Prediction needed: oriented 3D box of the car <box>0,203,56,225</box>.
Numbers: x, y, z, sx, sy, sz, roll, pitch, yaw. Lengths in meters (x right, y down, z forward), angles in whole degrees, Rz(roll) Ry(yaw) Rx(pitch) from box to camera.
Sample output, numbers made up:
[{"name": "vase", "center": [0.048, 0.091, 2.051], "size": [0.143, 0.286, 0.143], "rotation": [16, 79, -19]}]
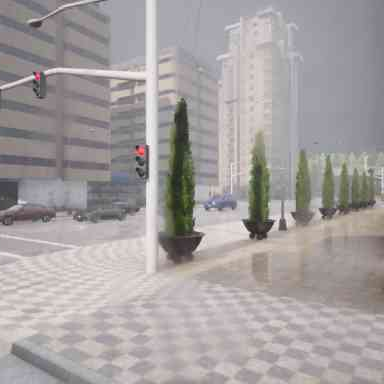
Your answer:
[{"name": "car", "center": [-12.429, 1.581, 24.602], "size": [1.812, 1.442, 4.674], "rotation": [0, 0, 34]}]

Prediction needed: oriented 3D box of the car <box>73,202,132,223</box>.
[{"name": "car", "center": [-7.160, 1.619, 26.121], "size": [1.994, 1.385, 4.181], "rotation": [0, 0, 35]}]

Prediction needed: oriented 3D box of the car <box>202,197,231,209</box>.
[{"name": "car", "center": [3.581, 1.560, 47.843], "size": [1.837, 1.490, 4.892], "rotation": [0, 0, 35]}]

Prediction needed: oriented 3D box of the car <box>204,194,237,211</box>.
[{"name": "car", "center": [3.674, 1.277, 41.836], "size": [2.150, 2.045, 5.566], "rotation": [0, 0, 35]}]

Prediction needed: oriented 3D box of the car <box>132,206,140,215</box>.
[{"name": "car", "center": [-7.288, 1.656, 32.109], "size": [1.895, 1.301, 4.718], "rotation": [0, 0, 35]}]
